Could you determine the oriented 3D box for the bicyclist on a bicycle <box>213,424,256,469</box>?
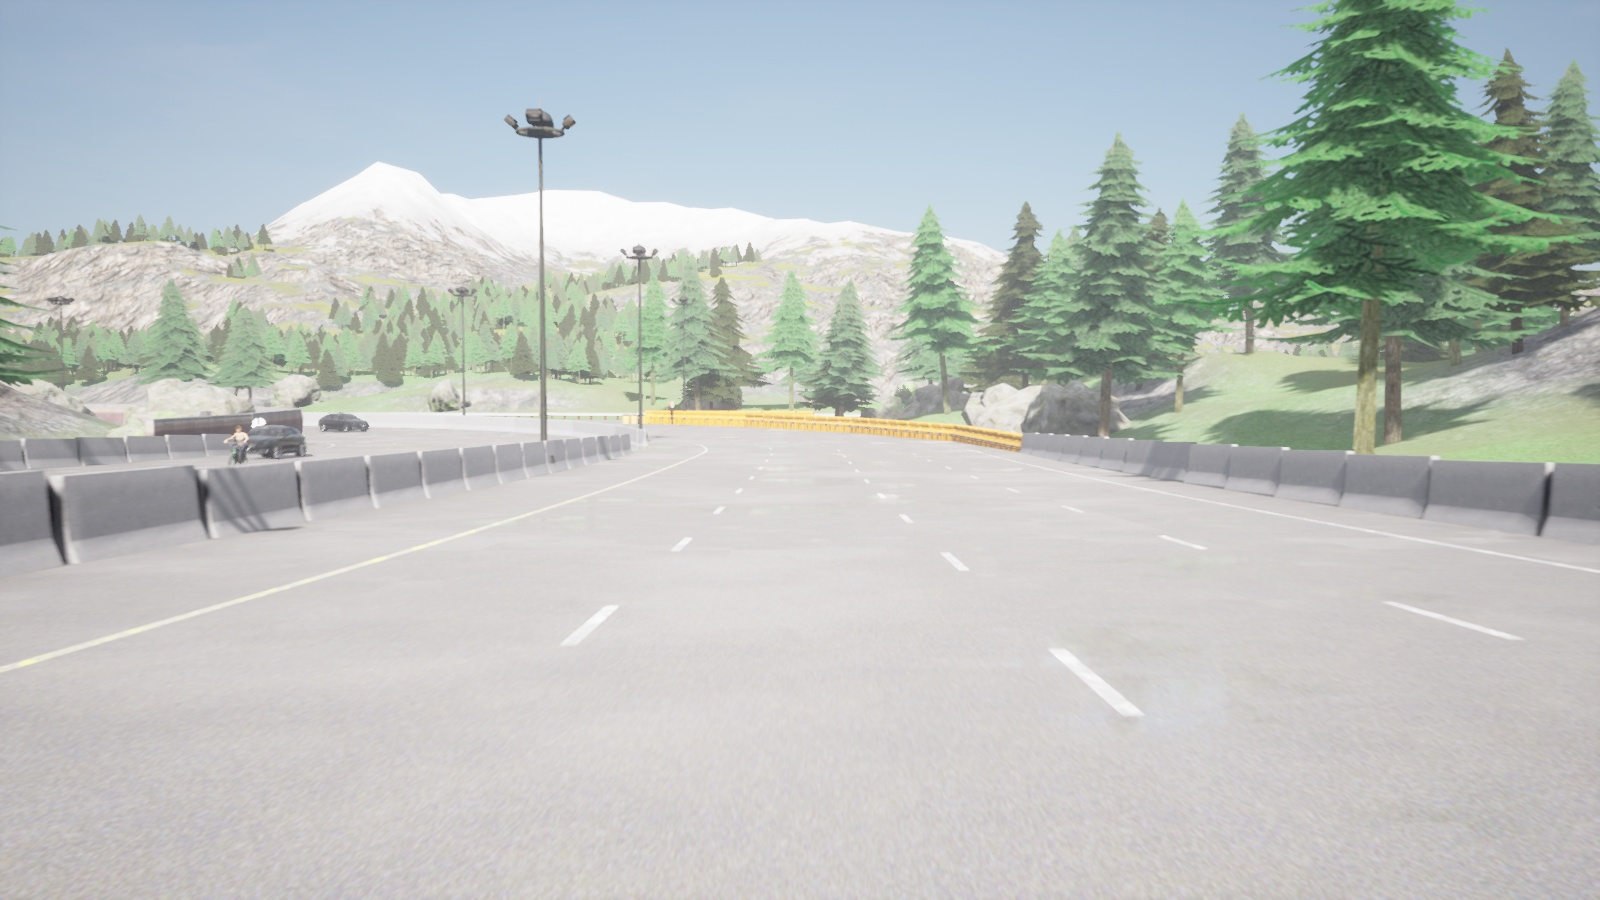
[{"bbox_3d":[-20.727,-0.129,46.047,0.866,1.612,1.509,0,2,0],"label":"bicyclist on a bicycle"}]

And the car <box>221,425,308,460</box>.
[{"bbox_3d":[-24.151,-0.387,56.825,1.837,1.490,4.892,0,1,1],"label":"car"}]
